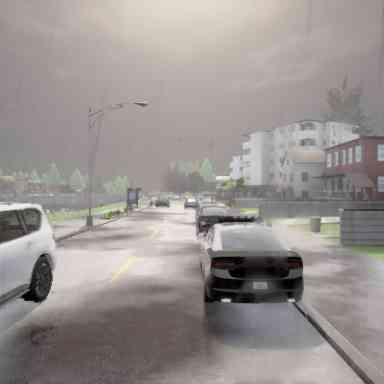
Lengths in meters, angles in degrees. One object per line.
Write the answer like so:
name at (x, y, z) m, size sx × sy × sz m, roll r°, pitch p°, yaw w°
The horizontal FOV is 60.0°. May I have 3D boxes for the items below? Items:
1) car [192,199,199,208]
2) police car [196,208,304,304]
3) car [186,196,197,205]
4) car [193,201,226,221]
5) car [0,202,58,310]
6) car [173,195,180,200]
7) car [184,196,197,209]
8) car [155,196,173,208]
car at (1.159, 1.506, 24.264) m, size 1.837 × 1.490 × 4.892 m, roll 0°, pitch 0°, yaw 0°
police car at (1.186, 1.425, 8.374) m, size 1.930 × 1.638 × 5.238 m, roll 0°, pitch 0°, yaw 0°
car at (-0.097, 1.478, 59.104) m, size 1.882 × 1.535 × 5.008 m, roll 0°, pitch 0°, yaw 0°
car at (1.169, 1.478, 18.264) m, size 1.882 × 1.535 × 5.008 m, roll 0°, pitch 0°, yaw 0°
car at (-4.109, 1.221, 5.309) m, size 2.150 × 2.045 × 5.566 m, roll 0°, pitch 0°, yaw 0°
car at (-4.147, 1.525, 87.405) m, size 1.812 × 1.442 × 4.674 m, roll 0°, pitch 0°, yaw 0°
car at (-0.050, 1.564, 45.779) m, size 1.994 × 1.385 × 4.181 m, roll 0°, pitch 0°, yaw 0°
car at (-4.179, 1.601, 47.735) m, size 1.895 × 1.301 × 4.718 m, roll 0°, pitch 0°, yaw 0°
